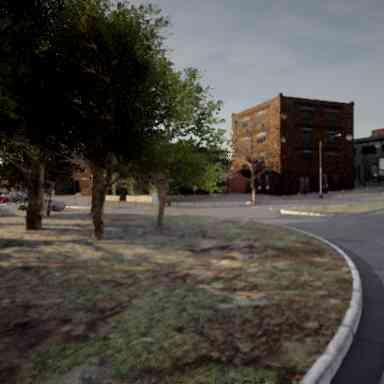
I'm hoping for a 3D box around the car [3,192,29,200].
[{"bbox_3d":[-40.073,0.854,75.631,5.008,1.535,2.097,-1,1,-36],"label":"car"}]

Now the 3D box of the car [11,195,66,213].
[{"bbox_3d":[-15.361,1.362,33.893,4.674,1.442,1.812,-1,0,-7],"label":"car"}]

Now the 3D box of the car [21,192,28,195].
[{"bbox_3d":[-30.189,1.080,62.192,4.792,1.488,2.163,-1,1,-36],"label":"car"}]

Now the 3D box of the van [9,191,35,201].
[{"bbox_3d":[-35.213,0.746,68.849,4.442,1.987,1.878,-1,1,-36],"label":"van"}]

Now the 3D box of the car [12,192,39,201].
[{"bbox_3d":[-33.367,0.875,66.599,4.553,1.767,2.185,-1,1,-36],"label":"car"}]

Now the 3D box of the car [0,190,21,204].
[{"bbox_3d":[-30.454,1.037,55.179,2.097,1.767,4.553,-1,1,-39],"label":"car"}]

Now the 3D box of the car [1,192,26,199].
[{"bbox_3d":[-41.639,0.816,77.774,4.892,1.521,2.231,-1,1,-36],"label":"car"}]

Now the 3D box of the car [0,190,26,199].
[{"bbox_3d":[-43.271,0.523,80.017,5.566,2.045,2.435,-1,1,-36],"label":"car"}]

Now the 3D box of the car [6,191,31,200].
[{"bbox_3d":[-38.321,0.770,73.313,4.553,1.767,2.185,-1,1,-36],"label":"car"}]
